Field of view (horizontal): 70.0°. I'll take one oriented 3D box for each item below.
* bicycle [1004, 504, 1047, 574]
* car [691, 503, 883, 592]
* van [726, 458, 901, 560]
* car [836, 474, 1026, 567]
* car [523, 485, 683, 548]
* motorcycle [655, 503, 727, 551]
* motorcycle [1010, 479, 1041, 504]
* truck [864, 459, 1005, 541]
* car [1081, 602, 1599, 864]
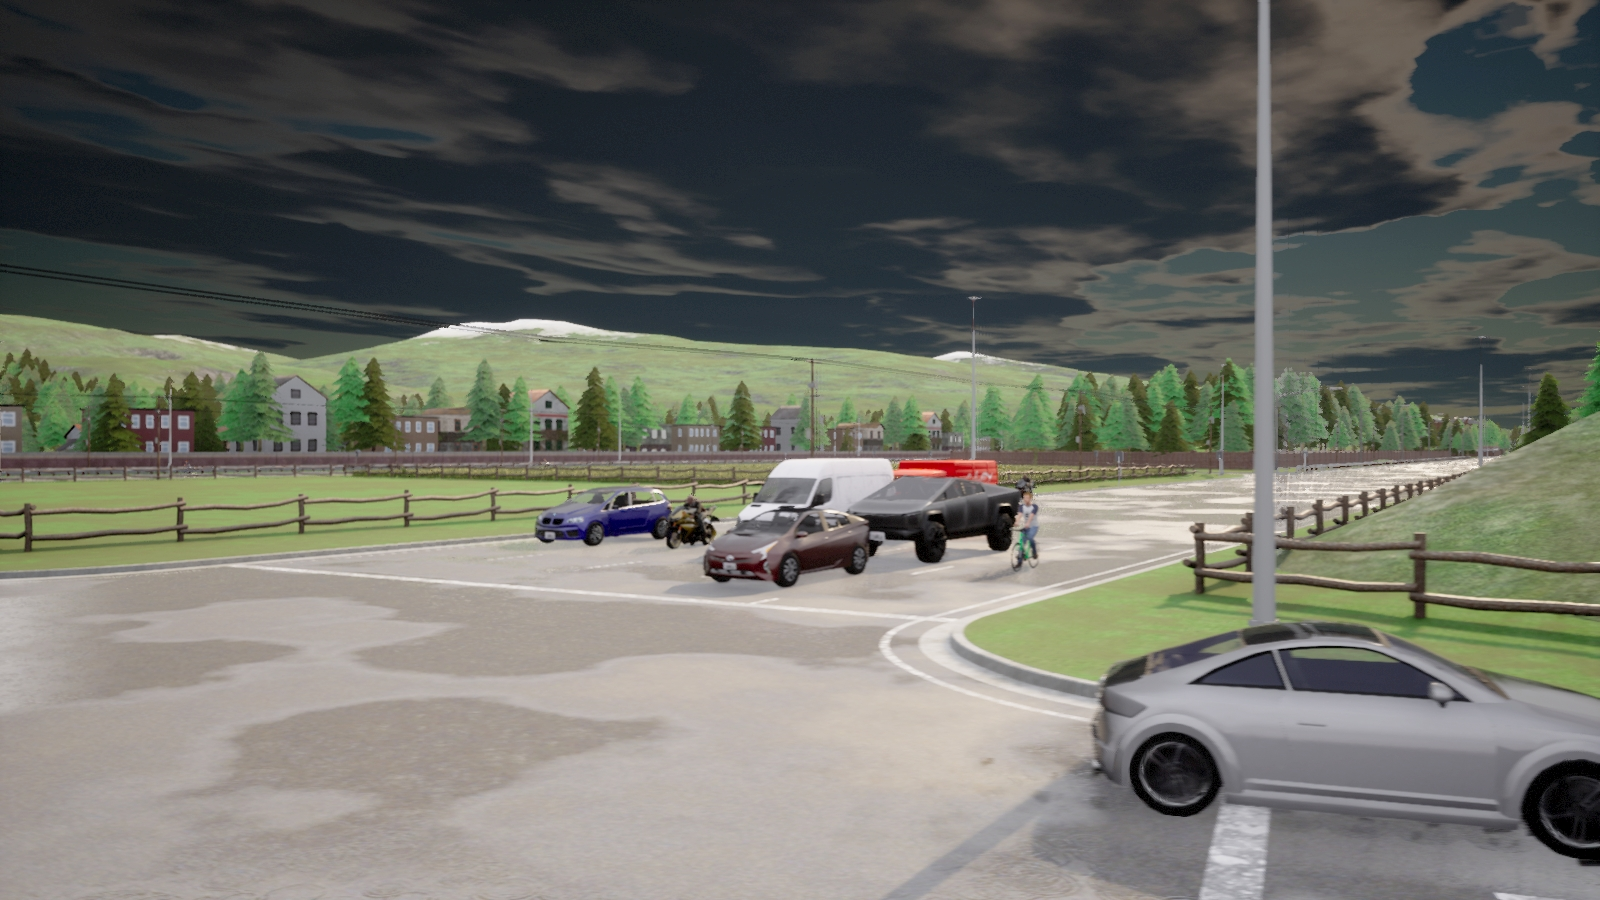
[{"bbox_3d":[5.283,2.057,26.722,0.373,1.496,1.643,0,0,34],"label":"bicycle"},{"bbox_3d":[-0.169,2.041,24.932,2.007,1.525,4.514,0,0,34],"label":"car"},{"bbox_3d":[0.527,1.536,32.176,1.988,2.561,5.915,0,0,34],"label":"van"},{"bbox_3d":[3.650,1.756,30.531,2.390,2.098,6.274,0,0,34],"label":"car"},{"bbox_3d":[-5.962,1.970,35.079,2.242,1.667,4.611,0,0,35],"label":"car"},{"bbox_3d":[-3.129,2.207,33.023,0.867,1.251,2.209,0,0,34],"label":"motorcycle"},{"bbox_3d":[12.133,2.208,61.469,0.867,1.251,2.209,0,0,34],"label":"motorcycle"},{"bbox_3d":[4.602,1.568,38.289,2.627,2.467,5.204,0,0,34],"label":"truck"},{"bbox_3d":[4.481,2.119,9.127,4.181,1.385,1.994,0,0,19],"label":"car"}]
